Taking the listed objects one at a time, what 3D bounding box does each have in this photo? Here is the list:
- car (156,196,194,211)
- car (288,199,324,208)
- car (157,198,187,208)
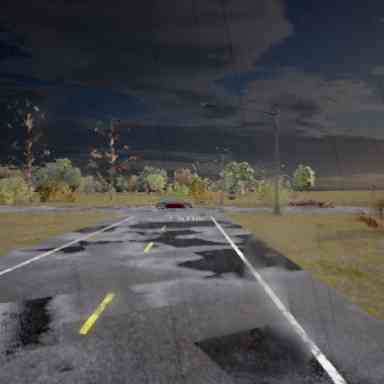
[{"bbox_3d":[-2.046,1.326,40.331,4.553,1.767,2.097,0,0,-1],"label":"car"},{"bbox_3d":[16.274,1.644,47.842,4.718,1.301,1.895,0,0,-2],"label":"car"},{"bbox_3d":[-2.806,1.530,47.322,4.181,1.385,1.994,0,0,-1],"label":"car"}]
